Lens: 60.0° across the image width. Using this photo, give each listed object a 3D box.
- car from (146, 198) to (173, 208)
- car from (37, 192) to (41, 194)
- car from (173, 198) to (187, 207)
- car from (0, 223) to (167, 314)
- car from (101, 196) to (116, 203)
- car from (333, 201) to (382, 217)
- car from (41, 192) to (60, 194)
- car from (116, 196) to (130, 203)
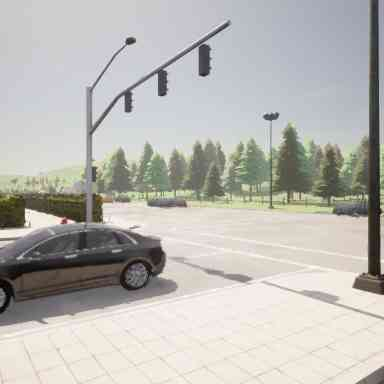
[{"bbox_3d":[-5.017,1.564,48.617,1.994,1.385,4.181,0,0,-35],"label":"car"},{"bbox_3d":[-29.754,1.058,65.879,2.150,2.045,5.566,0,0,-35],"label":"car"},{"bbox_3d":[-2.591,1.563,51.263,1.994,1.385,4.181,0,0,-34],"label":"car"},{"bbox_3d":[-2.897,1.506,7.452,4.892,1.490,1.837,0,0,-35],"label":"car"},{"bbox_3d":[-17.593,1.477,66.904,1.882,1.535,5.008,0,0,-35],"label":"car"},{"bbox_3d":[15.274,1.564,30.779,4.181,1.385,1.994,0,0,-13],"label":"car"},{"bbox_3d":[-24.085,1.221,57.637,2.150,2.045,5.566,0,0,-35],"label":"car"},{"bbox_3d":[-14.291,1.507,68.150,1.837,1.490,4.892,0,1,-34],"label":"car"}]
